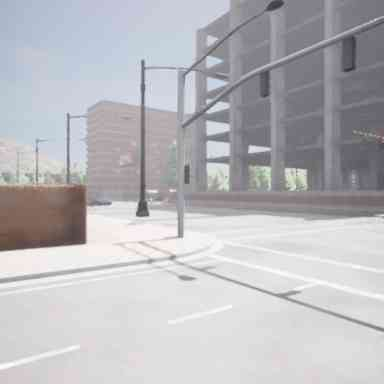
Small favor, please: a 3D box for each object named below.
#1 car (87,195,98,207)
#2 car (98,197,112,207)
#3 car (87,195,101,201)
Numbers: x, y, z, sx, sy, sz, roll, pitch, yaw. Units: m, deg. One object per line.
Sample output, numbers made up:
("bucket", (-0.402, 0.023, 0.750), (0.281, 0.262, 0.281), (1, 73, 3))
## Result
("car", (-16.609, 1.545, 50.985), (2.128, 1.511, 4.902), (0, 0, -34))
("car", (-14.883, 1.613, 54.651), (2.033, 1.411, 5.357), (0, 0, -35))
("car", (-23.335, 1.453, 78.992), (1.812, 1.442, 4.674), (0, 0, -35))
